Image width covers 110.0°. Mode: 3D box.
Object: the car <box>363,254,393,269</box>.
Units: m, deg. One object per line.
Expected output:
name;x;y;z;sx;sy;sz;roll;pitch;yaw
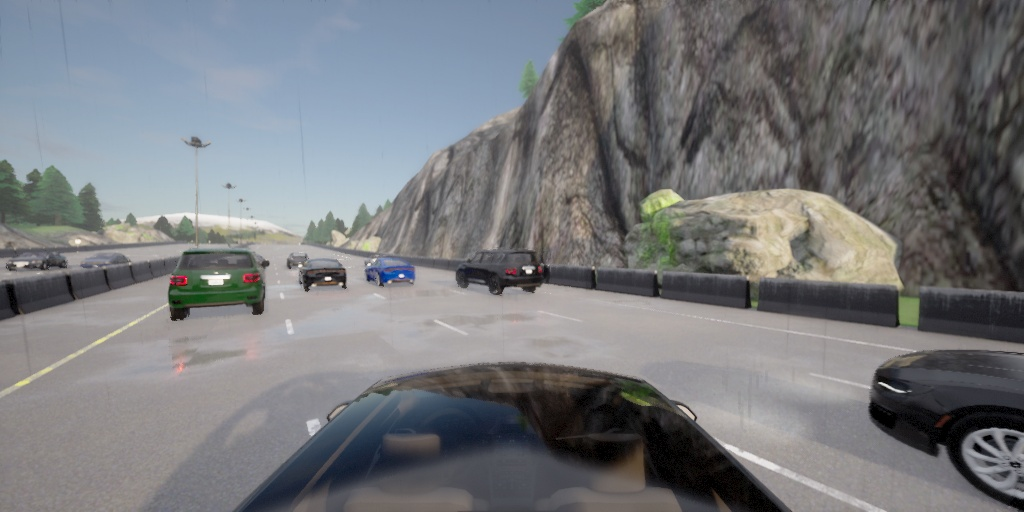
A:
car;-14.004;0.541;37.368;1.895;1.301;4.718;0;2;-34

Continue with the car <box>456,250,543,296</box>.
car;-0.771;0.708;17.720;2.150;2.045;5.566;0;1;-34

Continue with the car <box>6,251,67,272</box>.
car;-37.840;0.388;28.672;2.128;1.511;4.902;0;2;-33

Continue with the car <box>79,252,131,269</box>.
car;-35.471;0.395;31.448;2.033;1.411;5.357;0;2;-33

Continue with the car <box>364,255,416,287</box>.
car;-7.235;0.855;21.054;1.882;1.535;5.008;0;1;-34

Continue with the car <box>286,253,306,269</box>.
car;-20.862;0.414;35.018;2.128;1.511;4.902;0;2;-34

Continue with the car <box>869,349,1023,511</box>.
car;5.533;1.269;2.098;1.837;1.490;4.892;0;1;-34

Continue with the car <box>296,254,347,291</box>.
car;-10.125;0.874;19.081;1.882;1.535;5.008;0;1;-34

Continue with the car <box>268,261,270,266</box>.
car;-21.701;0.591;30.001;2.033;1.411;5.357;0;2;-34

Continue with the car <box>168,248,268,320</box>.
car;-9.581;0.759;12.005;2.150;2.045;5.566;0;1;-34
